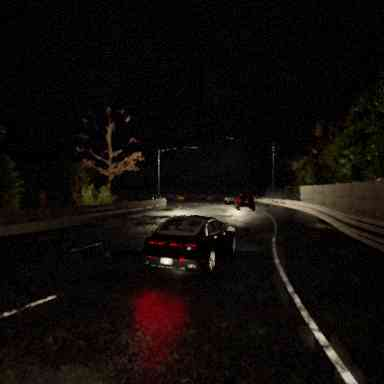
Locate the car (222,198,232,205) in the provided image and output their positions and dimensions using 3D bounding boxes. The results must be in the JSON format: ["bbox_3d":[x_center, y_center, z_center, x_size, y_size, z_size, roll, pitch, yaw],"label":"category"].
[{"bbox_3d":[6.545,1.672,59.439,1.895,1.301,4.718,0,0,-6],"label":"car"}]

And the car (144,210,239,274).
[{"bbox_3d":[0.164,1.513,10.734,1.837,1.490,4.892,1,0,20],"label":"car"}]

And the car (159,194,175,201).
[{"bbox_3d":[-6.929,1.486,87.144,1.882,1.535,5.008,0,0,-23],"label":"car"}]

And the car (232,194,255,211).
[{"bbox_3d":[6.776,1.284,42.797,2.150,2.045,5.566,0,0,3],"label":"car"}]

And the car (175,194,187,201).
[{"bbox_3d":[-3.703,1.510,88.521,1.882,1.535,5.008,0,0,-23],"label":"car"}]

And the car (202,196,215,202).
[{"bbox_3d":[3.741,1.619,76.449,1.994,1.385,4.181,0,0,-14],"label":"car"}]

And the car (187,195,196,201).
[{"bbox_3d":[-0.482,1.523,89.871,1.882,1.535,5.008,0,0,-23],"label":"car"}]
